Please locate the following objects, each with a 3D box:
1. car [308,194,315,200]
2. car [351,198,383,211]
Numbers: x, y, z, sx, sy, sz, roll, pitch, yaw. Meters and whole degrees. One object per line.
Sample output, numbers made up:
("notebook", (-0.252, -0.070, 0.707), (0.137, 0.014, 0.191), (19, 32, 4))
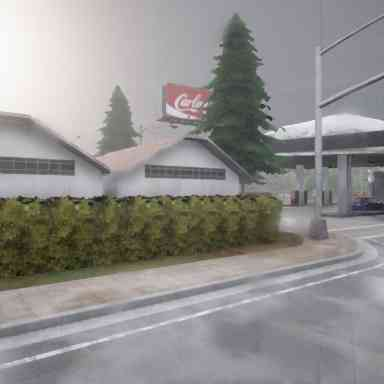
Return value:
("car", (31.789, 1.330, 88.849), (2.152, 1.636, 5.027), (0, 0, -36))
("car", (20.782, 1.480, 39.342), (4.611, 1.667, 2.242), (0, 0, -36))
